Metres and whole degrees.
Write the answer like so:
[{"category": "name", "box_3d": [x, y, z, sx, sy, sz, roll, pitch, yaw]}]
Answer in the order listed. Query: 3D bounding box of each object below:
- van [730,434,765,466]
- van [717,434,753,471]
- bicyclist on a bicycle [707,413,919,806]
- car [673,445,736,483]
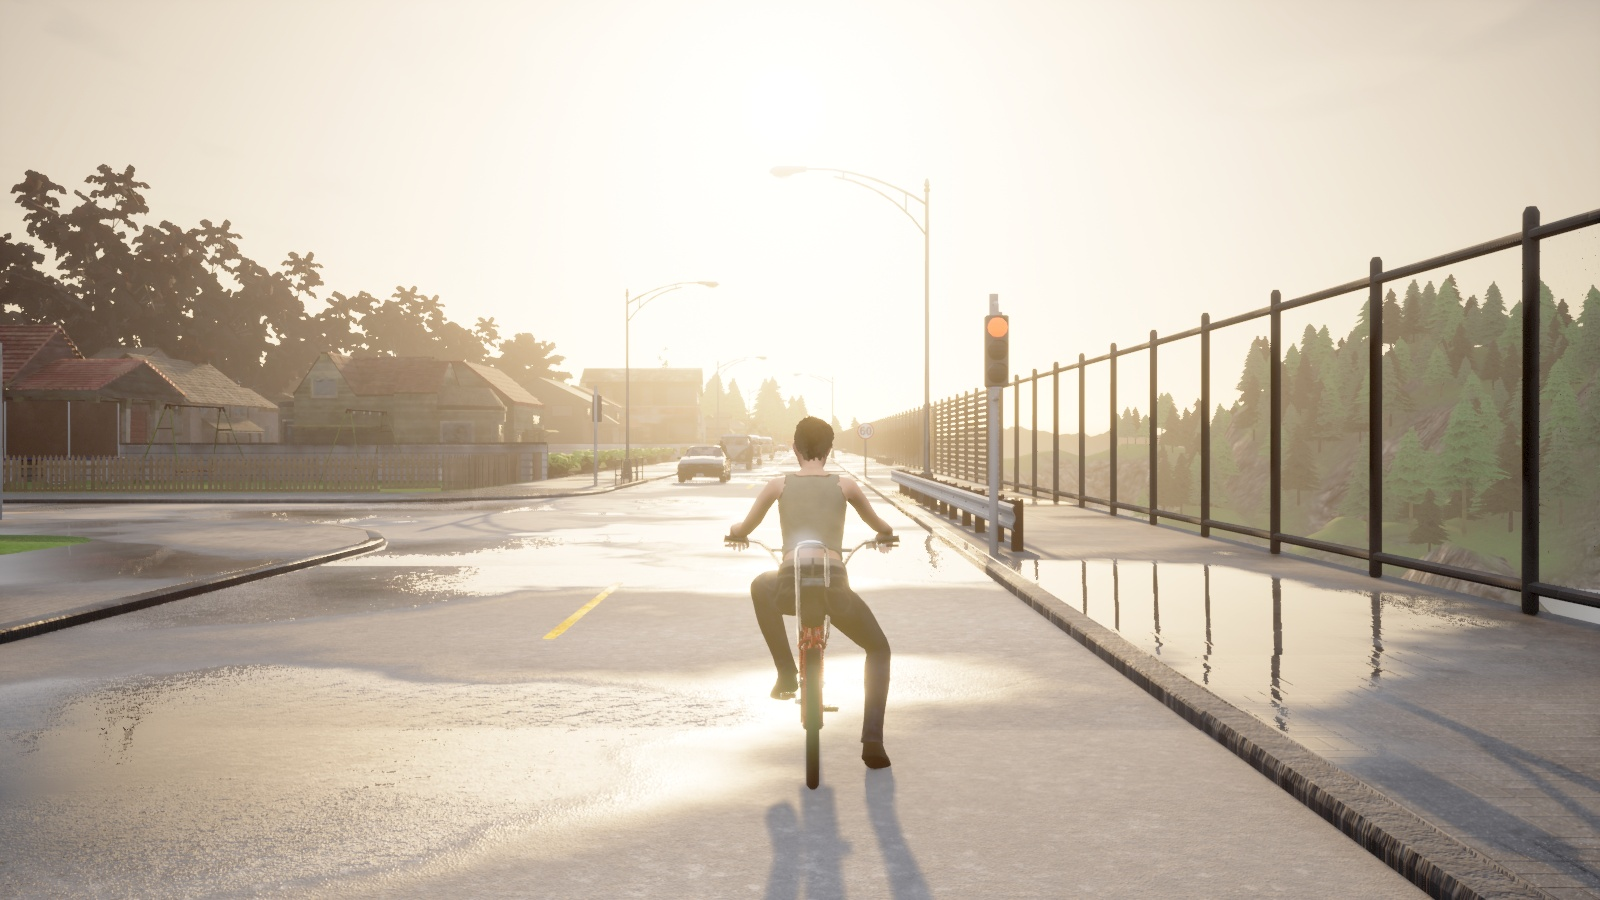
[{"category": "van", "box_3d": [-3.486, -0.008, 84.143, 2.069, 2.038, 4.480, 0, 0, 0]}, {"category": "van", "box_3d": [-3.568, 0.103, 69.682, 1.775, 1.987, 4.442, 0, 0, 0]}, {"category": "bicyclist on a bicycle", "box_3d": [0.056, 0.650, 5.898, 0.866, 1.612, 1.509, 0, 0, 0]}, {"category": "car", "box_3d": [-3.690, 0.513, 49.200, 2.033, 1.411, 5.357, 0, 0, 0]}]
